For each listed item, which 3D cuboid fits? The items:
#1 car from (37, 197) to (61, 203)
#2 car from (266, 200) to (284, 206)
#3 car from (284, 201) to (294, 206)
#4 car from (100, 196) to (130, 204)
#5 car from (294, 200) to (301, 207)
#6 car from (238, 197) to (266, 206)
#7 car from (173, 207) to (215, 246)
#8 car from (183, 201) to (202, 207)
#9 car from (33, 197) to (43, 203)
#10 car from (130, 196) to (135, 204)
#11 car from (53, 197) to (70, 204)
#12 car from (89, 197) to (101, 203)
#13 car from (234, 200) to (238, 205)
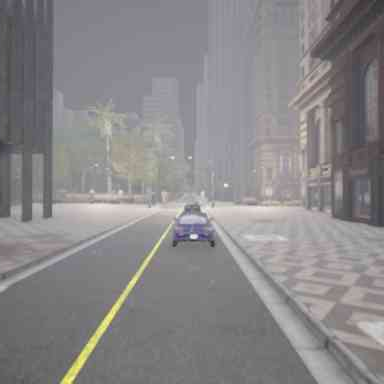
[{"bbox_3d":[-31.634,1.735,73.695,4.313,1.339,1.947,1,-2,0],"label":"car"},{"bbox_3d":[17.147,2.355,73.611,4.829,1.417,1.752,1,-2,0],"label":"car"},{"bbox_3d":[22.688,2.423,73.602,4.829,1.417,1.752,1,-1,0],"label":"car"},{"bbox_3d":[-15.064,1.843,65.142,4.403,1.369,2.008,1,-2,0],"label":"car"},{"bbox_3d":[22.852,2.355,65.076,4.313,1.339,1.947,1,-2,0],"label":"car"},{"bbox_3d":[11.774,2.091,65.098,4.097,1.590,1.967,1,-2,0],"label":"car"},{"bbox_3d":[0.075,1.638,15.732,1.812,1.442,4.674,0,0,0],"label":"car"},{"bbox_3d":[0.047,1.773,37.524,1.837,1.490,4.892,0,-1,0],"label":"car"},{"bbox_3d":[-31.636,1.603,65.171,4.507,1.381,1.887,1,-2,0],"label":"car"},{"bbox_3d":[-15.059,1.718,73.673,5.009,1.841,2.192,1,-2,0],"label":"car"},{"bbox_3d":[-26.112,1.704,65.160,4.313,1.339,1.947,1,-2,0],"label":"car"},{"bbox_3d":[-20.586,1.870,73.676,4.507,1.381,1.887,1,-2,0],"label":"car"},{"bbox_3d":[11.779,2.077,73.626,5.009,1.841,2.192,1,-2,0],"label":"car"}]
